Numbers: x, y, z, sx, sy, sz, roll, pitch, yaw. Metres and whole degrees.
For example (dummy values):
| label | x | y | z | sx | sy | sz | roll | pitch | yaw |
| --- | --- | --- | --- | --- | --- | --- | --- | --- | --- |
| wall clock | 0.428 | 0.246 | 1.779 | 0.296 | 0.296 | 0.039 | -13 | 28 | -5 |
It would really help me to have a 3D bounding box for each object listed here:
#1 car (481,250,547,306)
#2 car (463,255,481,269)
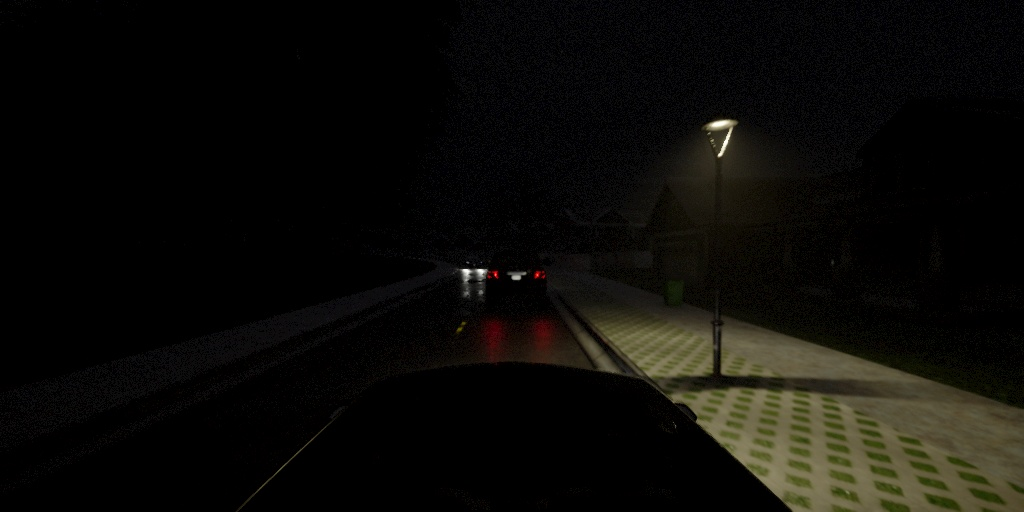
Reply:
| label | x | y | z | sx | sy | sz | roll | pitch | yaw |
| --- | --- | --- | --- | --- | --- | --- | --- | --- | --- |
| car | 0.169 | 0.756 | 14.544 | 2.150 | 2.045 | 5.566 | 0 | 1 | 0 |
| car | -4.209 | 0.580 | 38.414 | 1.812 | 1.442 | 4.674 | 0 | 1 | -10 |
